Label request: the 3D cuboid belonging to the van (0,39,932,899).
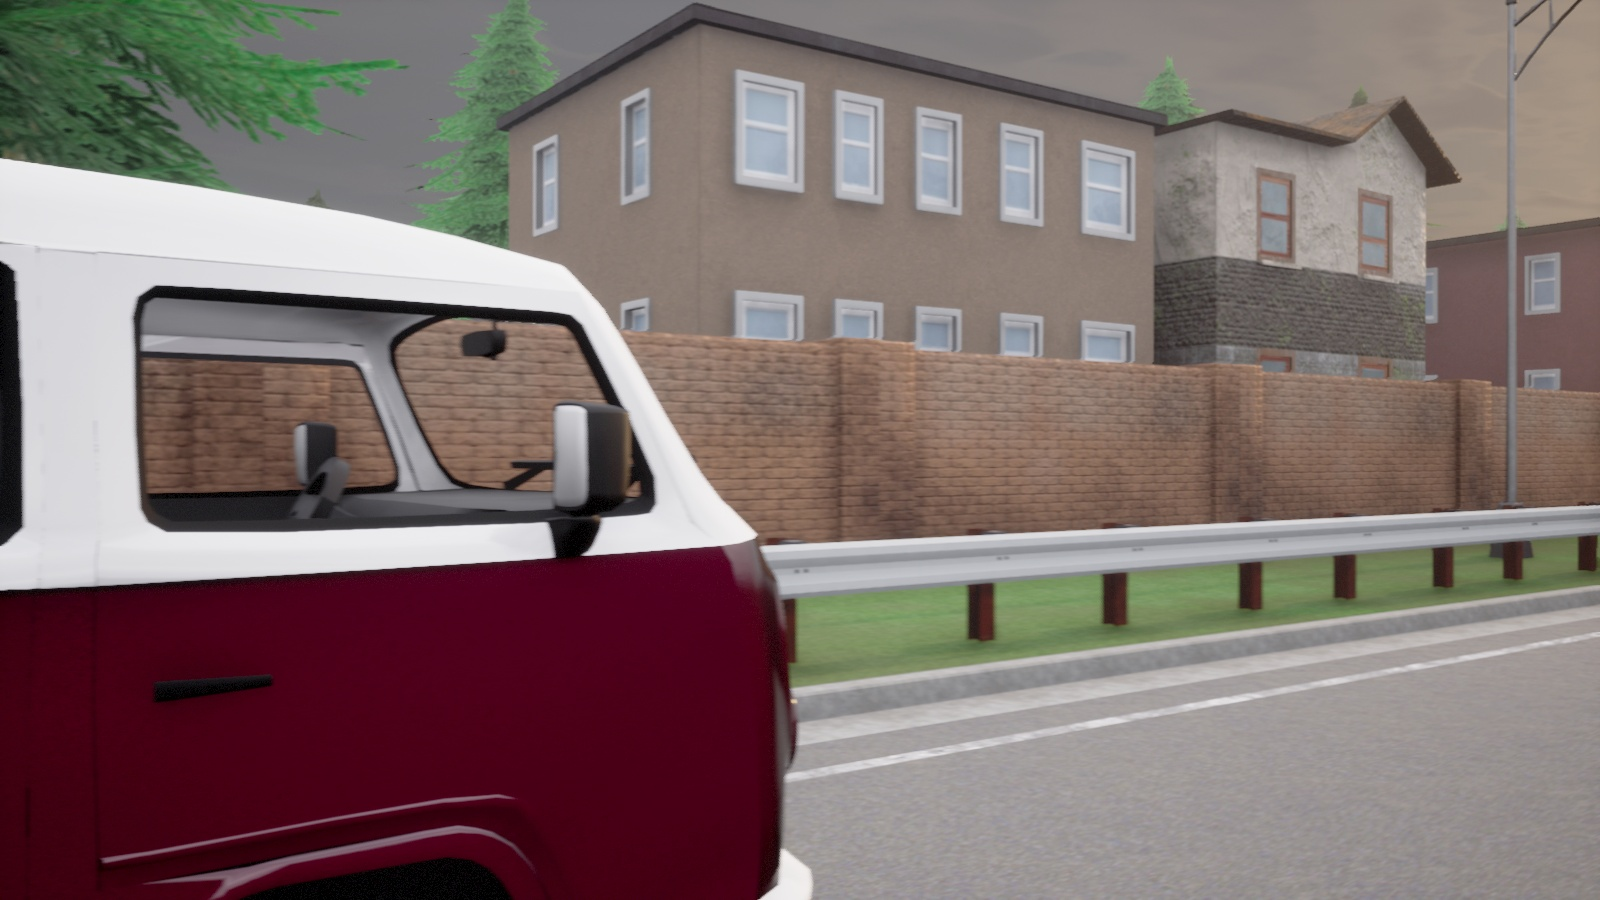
[{"bbox_3d":[-2.159,0.479,2.157,4.480,2.038,2.069,0,0,-35],"label":"van"}]
